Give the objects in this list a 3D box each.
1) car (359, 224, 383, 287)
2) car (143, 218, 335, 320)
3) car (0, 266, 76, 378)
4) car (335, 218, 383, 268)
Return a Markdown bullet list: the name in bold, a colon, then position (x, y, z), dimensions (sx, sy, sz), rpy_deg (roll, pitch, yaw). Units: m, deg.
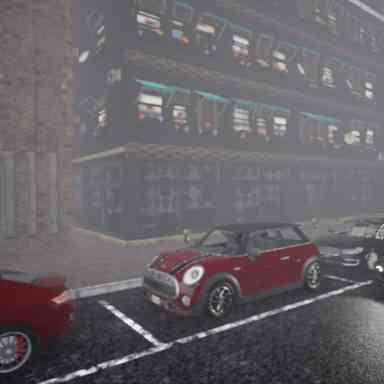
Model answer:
- **car**: position (6.460, 1.518, 7.982), dimensions (5.357, 1.411, 2.033), rpy_deg (0, 0, -35)
- **car**: position (0.965, 1.426, 7.219), dimensions (4.097, 1.590, 1.967), rpy_deg (0, -1, -35)
- **car**: position (-3.595, 1.584, 3.967), dimensions (4.206, 1.307, 1.802), rpy_deg (0, -1, -35)
- **car**: position (5.528, 1.520, 10.470), dimensions (4.403, 1.369, 2.008), rpy_deg (0, -1, -35)
